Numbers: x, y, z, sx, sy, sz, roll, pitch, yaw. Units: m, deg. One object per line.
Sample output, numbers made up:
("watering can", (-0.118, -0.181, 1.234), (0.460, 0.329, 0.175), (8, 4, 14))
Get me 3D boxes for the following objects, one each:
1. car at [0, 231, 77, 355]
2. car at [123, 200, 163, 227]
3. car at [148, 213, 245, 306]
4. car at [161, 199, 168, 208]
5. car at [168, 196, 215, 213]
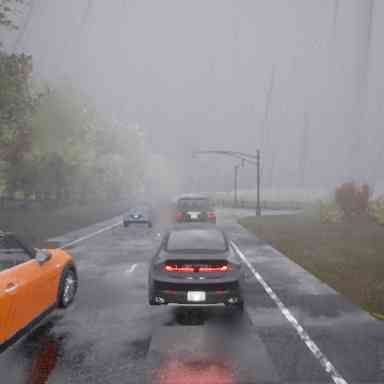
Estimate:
("car", (-3.396, 1.351, 4.985), (2.097, 1.767, 4.553), (0, 0, 0))
("car", (-3.394, 1.536, 22.722), (2.033, 1.411, 5.357), (0, 0, 0))
("car", (0.098, 1.501, 8.008), (1.837, 1.490, 4.892), (0, 0, 1))
("car", (-3.390, 1.576, 43.605), (1.895, 1.301, 4.718), (0, 0, 0))
("car", (0.105, 1.213, 17.917), (2.150, 2.045, 5.566), (0, 0, 0))
